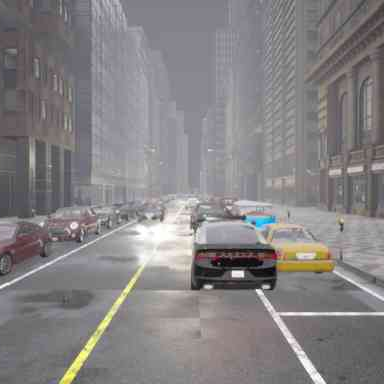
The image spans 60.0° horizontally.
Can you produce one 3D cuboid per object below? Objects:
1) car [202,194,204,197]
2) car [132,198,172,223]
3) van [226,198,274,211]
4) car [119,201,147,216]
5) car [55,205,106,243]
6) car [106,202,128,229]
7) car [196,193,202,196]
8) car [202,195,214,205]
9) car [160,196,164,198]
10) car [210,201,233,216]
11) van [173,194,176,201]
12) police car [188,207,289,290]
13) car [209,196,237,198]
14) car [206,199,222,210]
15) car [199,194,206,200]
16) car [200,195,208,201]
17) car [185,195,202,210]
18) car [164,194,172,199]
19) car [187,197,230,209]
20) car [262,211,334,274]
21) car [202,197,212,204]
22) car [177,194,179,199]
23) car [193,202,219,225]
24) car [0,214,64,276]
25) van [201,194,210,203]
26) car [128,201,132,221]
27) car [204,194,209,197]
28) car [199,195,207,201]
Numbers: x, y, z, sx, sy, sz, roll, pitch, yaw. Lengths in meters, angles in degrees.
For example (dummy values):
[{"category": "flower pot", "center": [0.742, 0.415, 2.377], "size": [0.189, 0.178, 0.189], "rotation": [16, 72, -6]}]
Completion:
[{"category": "car", "center": [2.851, 1.450, 49.449], "size": [1.967, 1.590, 4.097], "rotation": [0, 0, 0]}, {"category": "car", "center": [-2.953, 1.492, 25.516], "size": [2.128, 1.511, 4.902], "rotation": [0, 0, 0]}, {"category": "van", "center": [2.788, 1.340, 15.839], "size": [1.690, 1.788, 3.998], "rotation": [0, 0, 0]}, {"category": "car", "center": [-5.705, 1.568, 32.646], "size": [1.947, 1.339, 4.313], "rotation": [0, 0, 0]}, {"category": "car", "center": [-5.737, 1.439, 15.840], "size": [1.967, 1.590, 4.097], "rotation": [0, 0, 0]}, {"category": "car", "center": [-5.726, 1.550, 21.443], "size": [2.008, 1.369, 4.403], "rotation": [0, 0, 0]}, {"category": "car", "center": [0.106, 1.365, 55.781], "size": [2.097, 1.767, 4.553], "rotation": [0, 0, 0]}, {"category": "car", "center": [2.872, 1.456, 60.652], "size": [1.967, 1.590, 4.097], "rotation": [0, 0, 0]}, {"category": "car", "center": [-5.674, 1.555, 49.453], "size": [1.887, 1.381, 4.507], "rotation": [0, 0, 0]}, {"category": "car", "center": [2.820, 1.584, 32.644], "size": [1.802, 1.307, 4.206], "rotation": [0, 0, 0]}, {"category": "van", "center": [-5.611, 1.370, 83.066], "size": [1.690, 1.788, 3.998], "rotation": [0, 0, 0]}, {"category": "police car", "center": [0.916, 1.424, 9.190], "size": [1.930, 1.638, 5.238], "rotation": [0, 0, 0]}, {"category": "car", "center": [2.809, 1.315, 27.042], "size": [2.192, 1.841, 5.009], "rotation": [0, 0, 0]}, {"category": "car", "center": [2.841, 1.573, 43.847], "size": [1.947, 1.339, 4.313], "rotation": [0, 0, 0]}, {"category": "car", "center": [2.935, 1.476, 94.263], "size": [1.967, 1.590, 4.097], "rotation": [0, 0, 0]}, {"category": "car", "center": [2.915, 1.574, 83.059], "size": [1.887, 1.381, 4.507], "rotation": [0, 0, 0]}, {"category": "car", "center": [0.104, 1.533, 43.697], "size": [1.812, 1.442, 4.674], "rotation": [0, 0, 1]}, {"category": "car", "center": [-5.643, 1.460, 66.260], "size": [1.967, 1.590, 4.097], "rotation": [0, 0, 0]}, {"category": "car", "center": [0.934, 1.350, 19.051], "size": [2.097, 1.767, 4.553], "rotation": [0, 0, 0]}, {"category": "car", "center": [2.778, 1.524, 10.407], "size": [1.752, 1.417, 4.829], "rotation": [0, 0, 0]}, {"category": "car", "center": [2.883, 1.601, 66.254], "size": [1.802, 1.307, 4.206], "rotation": [0, 0, 0]}, {"category": "car", "center": [-5.590, 1.581, 94.270], "size": [1.887, 1.381, 4.507], "rotation": [0, 0, 0]}, {"category": "car", "center": [0.946, 1.526, 25.080], "size": [1.812, 1.442, 4.674], "rotation": [0, 0, 0]}, {"category": "car", "center": [-5.747, 1.581, 10.239], "size": [1.802, 1.307, 4.206], "rotation": [0, 0, 0]}, {"category": "van", "center": [2.893, 1.364, 71.855], "size": [1.690, 1.788, 3.998], "rotation": [0, 0, 0]}, {"category": "car", "center": [-5.715, 1.566, 27.045], "size": [1.947, 1.339, 4.313], "rotation": [0, 0, 0]}, {"category": "car", "center": [2.830, 1.319, 38.245], "size": [2.192, 1.841, 5.009], "rotation": [0, 0, 0]}, {"category": "car", "center": [2.925, 1.577, 88.661], "size": [1.887, 1.381, 4.507], "rotation": [0, 0, 0]}]
